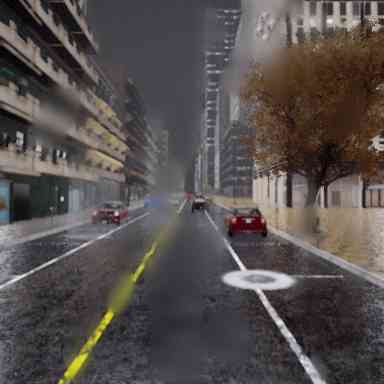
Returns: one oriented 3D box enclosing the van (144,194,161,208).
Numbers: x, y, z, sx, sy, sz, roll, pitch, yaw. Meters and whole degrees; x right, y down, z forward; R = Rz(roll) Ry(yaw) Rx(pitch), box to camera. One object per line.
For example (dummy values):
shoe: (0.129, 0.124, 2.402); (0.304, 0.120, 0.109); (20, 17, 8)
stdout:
van: (-5.675, 1.252, 46.405); (1.690, 1.788, 3.998); (1, 0, 0)

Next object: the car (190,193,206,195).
car: (0.897, 1.366, 46.503); (1.801, 1.575, 5.366); (0, 0, 0)

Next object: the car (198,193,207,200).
car: (2.703, 1.094, 86.180); (2.192, 1.841, 5.009); (1, 0, 0)

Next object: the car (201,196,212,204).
car: (2.700, 1.412, 63.388); (2.008, 1.369, 4.403); (1, 0, 0)

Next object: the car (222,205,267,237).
car: (2.704, 1.419, 17.800); (1.967, 1.590, 4.097); (1, 0, 0)

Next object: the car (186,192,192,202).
car: (-0.005, 0.964, 71.789); (2.150, 2.045, 5.566); (0, 0, 0)

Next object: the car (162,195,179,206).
car: (-3.081, 1.499, 51.022); (1.895, 1.301, 4.718); (0, 0, 0)

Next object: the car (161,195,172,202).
car: (-5.681, 1.372, 74.901); (2.008, 1.369, 4.403); (1, 0, 0)

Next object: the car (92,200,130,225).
car: (-5.676, 1.408, 23.609); (1.967, 1.590, 4.097); (1, 0, 0)

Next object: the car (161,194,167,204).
car: (-5.680, 1.444, 57.807); (1.947, 1.339, 4.313); (1, 0, 0)

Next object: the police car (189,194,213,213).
police car: (0.898, 1.363, 36.420); (1.930, 1.638, 5.238); (0, 0, 0)

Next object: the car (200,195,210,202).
car: (2.700, 1.387, 69.086); (1.887, 1.381, 4.507); (1, 0, 0)

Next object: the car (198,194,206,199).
car: (2.698, 1.308, 91.878); (2.008, 1.369, 4.403); (1, 0, 0)

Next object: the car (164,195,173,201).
car: (-5.682, 1.382, 80.598); (1.802, 1.307, 4.206); (1, 0, 0)

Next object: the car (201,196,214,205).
car: (2.701, 1.430, 57.690); (2.008, 1.369, 4.403); (1, 0, 0)

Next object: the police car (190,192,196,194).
police car: (0.896, 1.319, 52.423); (1.930, 1.638, 5.238); (0, 0, 0)

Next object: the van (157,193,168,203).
van: (-5.676, 1.202, 63.503); (1.690, 1.788, 3.998); (1, 0, 0)
